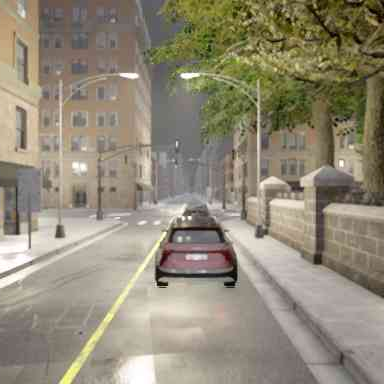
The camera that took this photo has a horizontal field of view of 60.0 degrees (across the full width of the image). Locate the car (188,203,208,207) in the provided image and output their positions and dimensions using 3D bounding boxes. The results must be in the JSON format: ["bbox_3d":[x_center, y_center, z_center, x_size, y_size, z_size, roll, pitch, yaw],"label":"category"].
[{"bbox_3d":[0.465,1.573,24.457,1.837,1.490,4.892,0,0,6],"label":"car"}]

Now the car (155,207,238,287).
[{"bbox_3d":[0.102,1.458,9.379,2.033,1.649,4.856,0,0,0],"label":"car"}]
